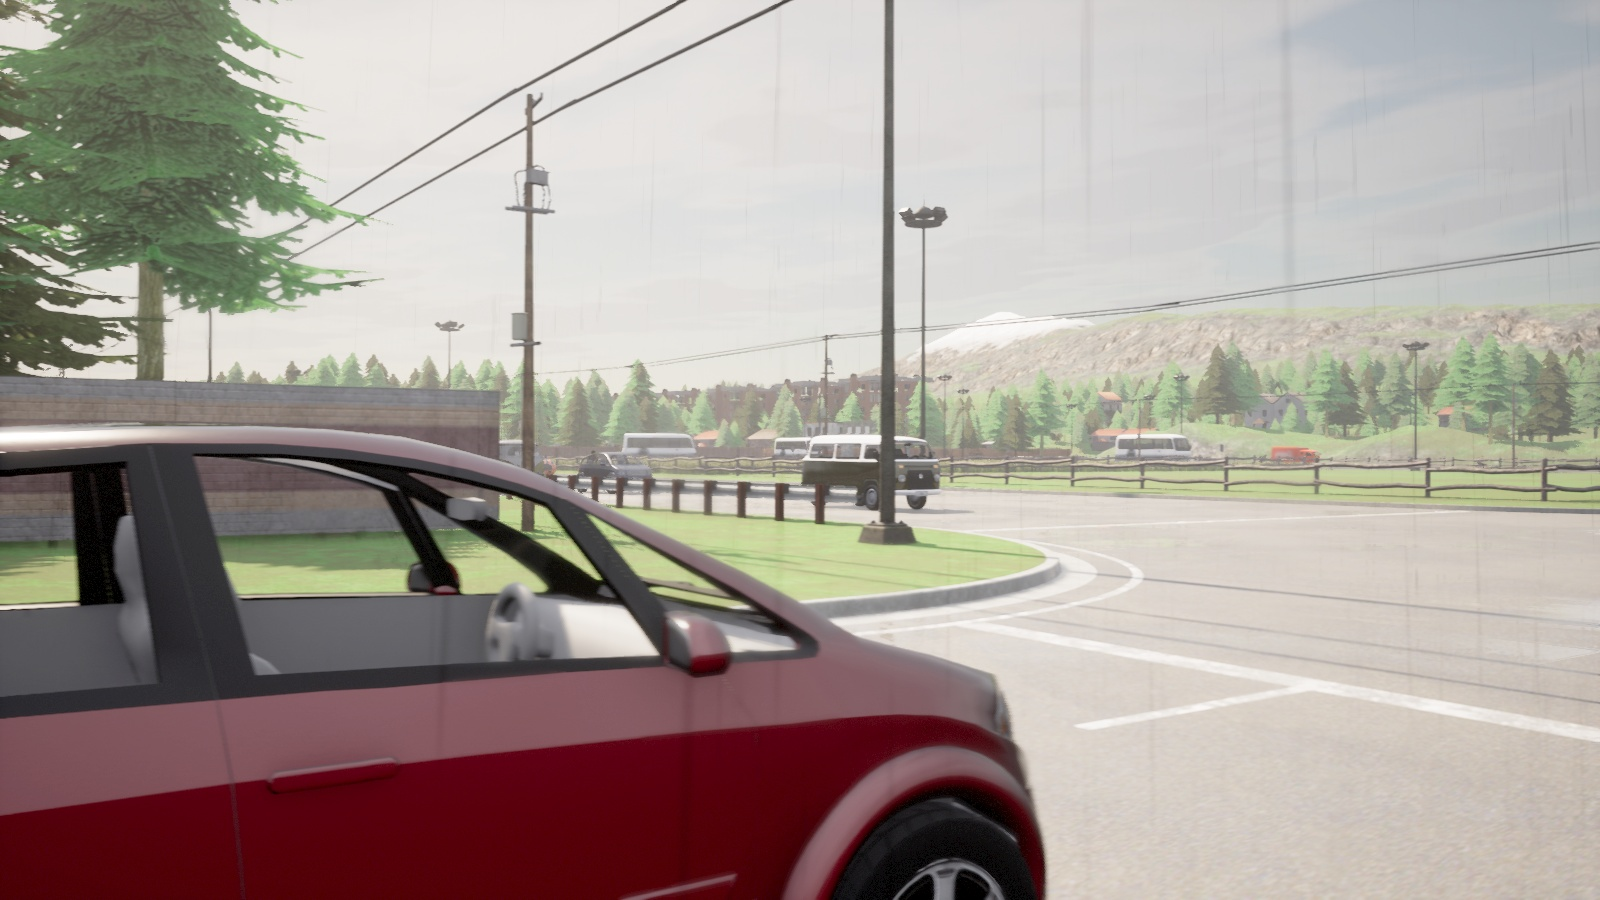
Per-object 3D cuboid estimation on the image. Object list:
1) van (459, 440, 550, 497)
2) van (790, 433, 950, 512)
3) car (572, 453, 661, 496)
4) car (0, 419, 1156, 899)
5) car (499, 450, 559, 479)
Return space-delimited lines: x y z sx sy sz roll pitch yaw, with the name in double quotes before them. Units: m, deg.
"van" -11.043 0.662 46.767 1.775 1.987 4.442 0 0 -35
"van" 1.852 0.581 34.580 2.069 2.038 4.480 0 0 -35
"car" -6.898 0.885 46.967 1.789 1.549 3.705 0 0 -35
"car" -1.125 0.733 2.878 3.705 1.549 1.789 0 0 -35
"car" -17.238 0.883 79.801 2.097 1.767 4.553 0 0 -35
